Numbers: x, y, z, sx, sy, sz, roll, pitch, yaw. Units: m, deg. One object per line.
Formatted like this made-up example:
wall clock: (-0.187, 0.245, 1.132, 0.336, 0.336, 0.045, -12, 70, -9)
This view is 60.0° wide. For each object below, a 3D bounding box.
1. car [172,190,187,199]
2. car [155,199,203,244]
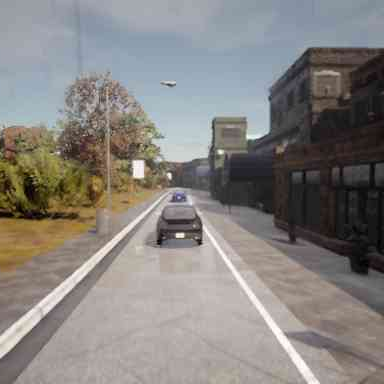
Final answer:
car: (-1.612, 0.449, 42.945, 1.812, 1.442, 4.674, 0, 2, -2)
car: (-0.552, 1.292, 14.679, 1.837, 1.490, 4.892, 0, 1, -3)
